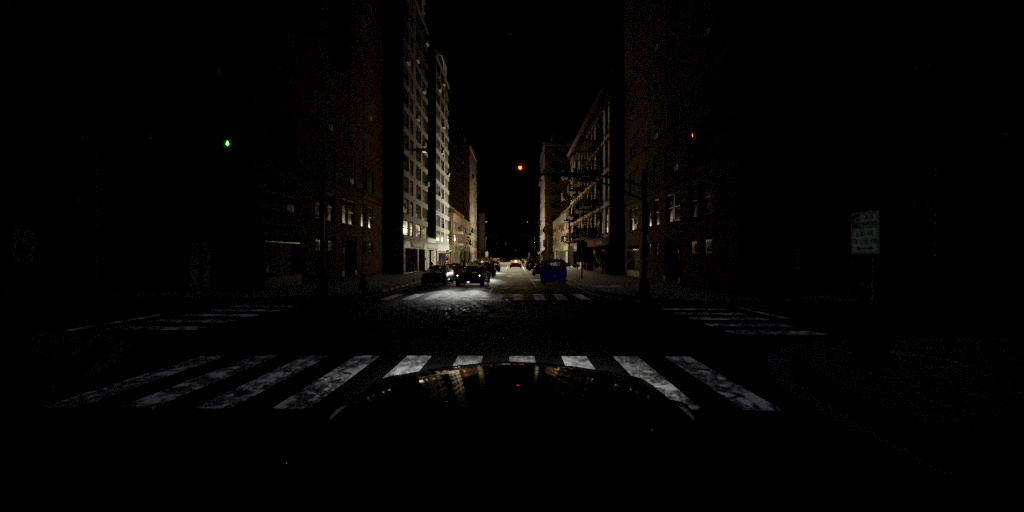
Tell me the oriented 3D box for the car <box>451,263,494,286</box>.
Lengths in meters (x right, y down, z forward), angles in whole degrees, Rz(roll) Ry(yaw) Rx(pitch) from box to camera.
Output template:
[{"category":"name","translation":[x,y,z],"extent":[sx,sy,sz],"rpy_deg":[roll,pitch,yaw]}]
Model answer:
[{"category":"car","translation":[-2.658,1.349,25.127],"extent":[1.895,1.301,4.718],"rpy_deg":[0,0,4]}]

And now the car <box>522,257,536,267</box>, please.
[{"category":"car","translation":[3.089,1.054,53.764],"extent":[2.192,1.841,5.009],"rpy_deg":[0,0,1]}]

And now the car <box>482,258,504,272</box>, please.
[{"category":"car","translation":[-2.464,1.309,45.193],"extent":[1.994,1.385,4.181],"rpy_deg":[0,0,1]}]

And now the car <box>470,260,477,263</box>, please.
[{"category":"car","translation":[-4.987,1.269,47.977],"extent":[1.751,1.417,4.829],"rpy_deg":[0,0,1]}]

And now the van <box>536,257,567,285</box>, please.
[{"category":"van","translation":[2.840,1.089,25.358],"extent":[1.690,1.789,3.998],"rpy_deg":[0,0,1]}]

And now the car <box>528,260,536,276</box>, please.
[{"category":"car","translation":[2.939,1.329,36.720],"extent":[1.802,1.307,4.207],"rpy_deg":[0,0,1]}]

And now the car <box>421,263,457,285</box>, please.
[{"category":"car","translation":[-5.185,1.299,25.419],"extent":[2.007,1.370,4.403],"rpy_deg":[0,0,1]}]

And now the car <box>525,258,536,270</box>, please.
[{"category":"car","translation":[3.039,1.325,48.082],"extent":[1.802,1.307,4.207],"rpy_deg":[0,0,1]}]

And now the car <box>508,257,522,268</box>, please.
[{"category":"car","translation":[0.602,1.336,59.039],"extent":[1.895,1.301,4.718],"rpy_deg":[0,0,1]}]

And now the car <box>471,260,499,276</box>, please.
[{"category":"car","translation":[-2.558,1.348,35.139],"extent":[1.895,1.301,4.718],"rpy_deg":[0,0,0]}]
